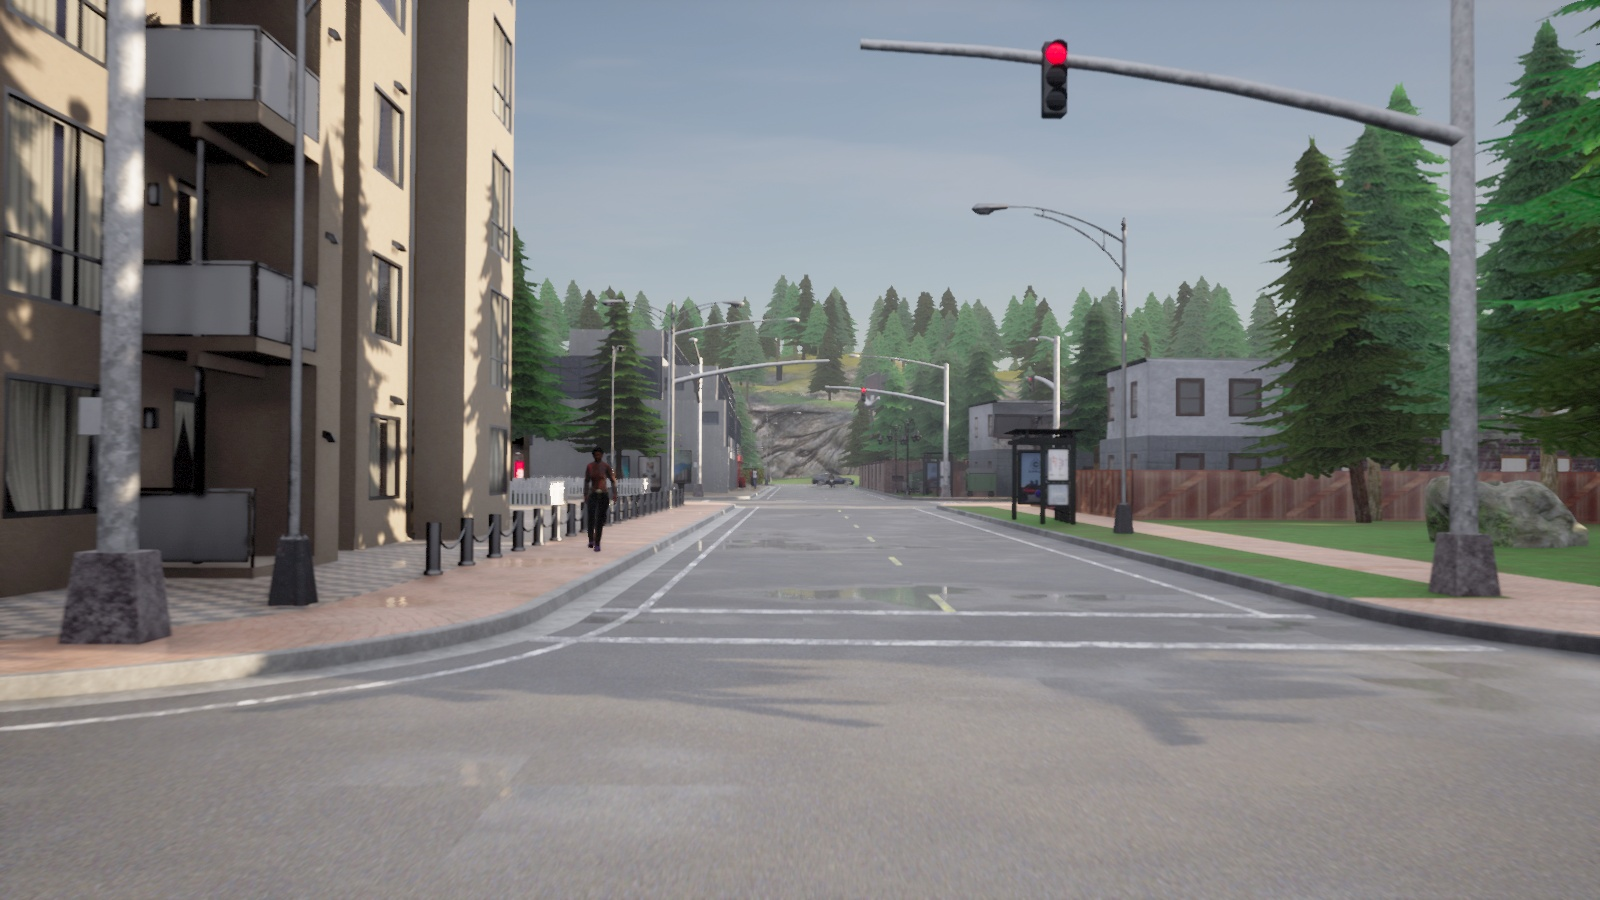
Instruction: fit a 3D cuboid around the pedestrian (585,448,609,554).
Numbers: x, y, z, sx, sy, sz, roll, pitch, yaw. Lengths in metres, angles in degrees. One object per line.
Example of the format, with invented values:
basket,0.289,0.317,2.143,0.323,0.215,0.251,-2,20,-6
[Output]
pedestrian,-3.512,0.872,21.792,0.328,1.805,0.869,0,-1,-4
